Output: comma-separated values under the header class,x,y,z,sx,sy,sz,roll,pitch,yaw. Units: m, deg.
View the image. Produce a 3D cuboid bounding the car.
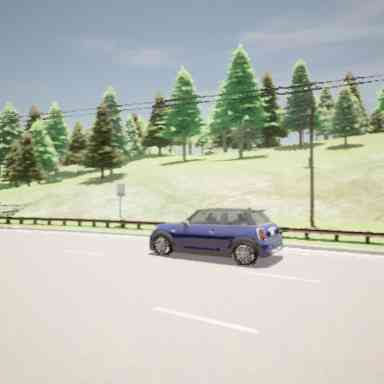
class,x,y,z,sx,sy,sz,roll,pitch,yaw
car,0.695,1.310,11.451,4.553,1.767,2.097,-1,0,32
